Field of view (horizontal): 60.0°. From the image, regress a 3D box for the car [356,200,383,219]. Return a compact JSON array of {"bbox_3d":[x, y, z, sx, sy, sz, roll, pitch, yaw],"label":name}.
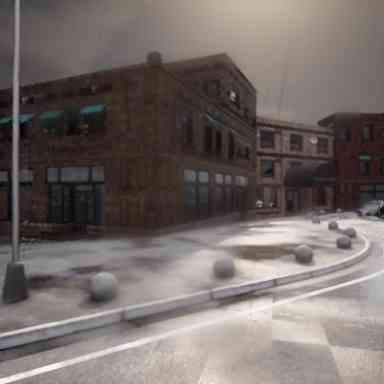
[{"bbox_3d":[16.644,1.524,30.065,4.902,1.511,2.128,-1,0,-39],"label":"car"}]
